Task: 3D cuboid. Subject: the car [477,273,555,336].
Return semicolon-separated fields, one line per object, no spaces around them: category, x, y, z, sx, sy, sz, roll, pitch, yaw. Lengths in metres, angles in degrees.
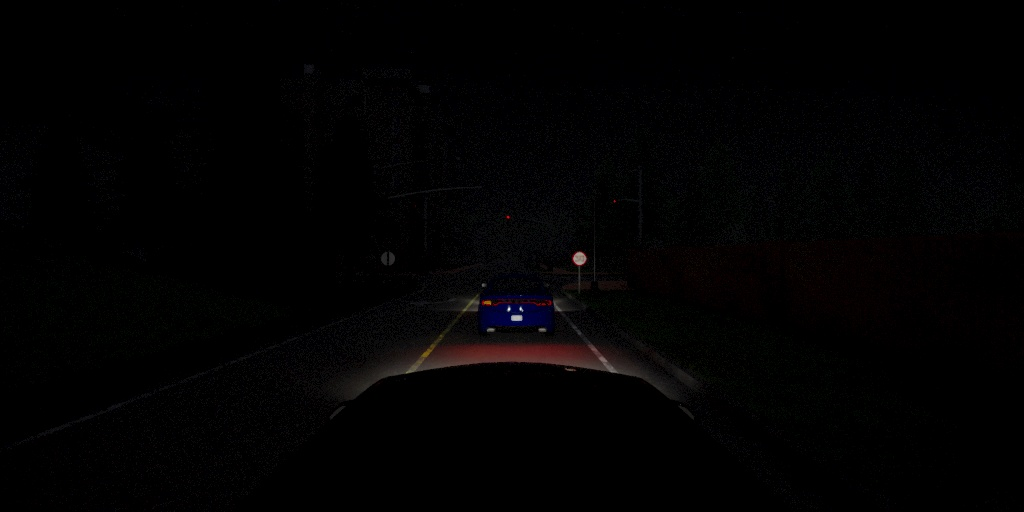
car;0.100;1.228;10.438;1.882;1.535;5.008;0;0;0
